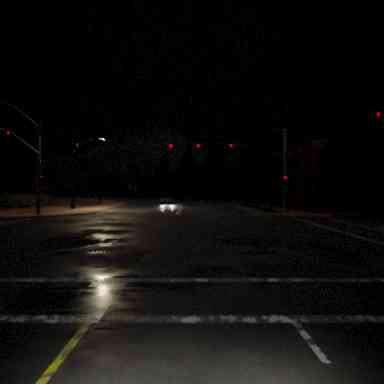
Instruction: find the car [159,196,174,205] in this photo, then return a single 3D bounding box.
[{"bbox_3d":[-4.017,1.259,51.901,1.895,1.301,4.718,0,0,-11],"label":"car"}]
